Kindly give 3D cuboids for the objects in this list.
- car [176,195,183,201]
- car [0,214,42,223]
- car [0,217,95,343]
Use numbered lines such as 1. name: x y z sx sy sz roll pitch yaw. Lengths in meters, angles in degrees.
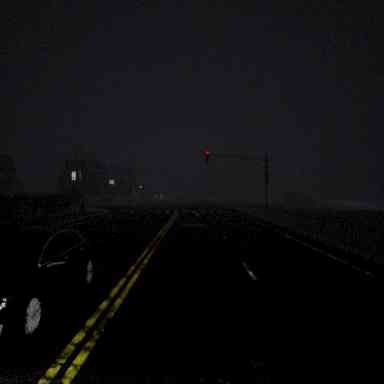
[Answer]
1. car: -3.257 1.640 90.648 2.033 1.411 5.357 0 0 0
2. car: -6.601 1.549 12.258 2.033 1.411 5.357 0 0 0
3. car: -3.351 1.505 6.602 1.837 1.490 4.892 0 0 0
